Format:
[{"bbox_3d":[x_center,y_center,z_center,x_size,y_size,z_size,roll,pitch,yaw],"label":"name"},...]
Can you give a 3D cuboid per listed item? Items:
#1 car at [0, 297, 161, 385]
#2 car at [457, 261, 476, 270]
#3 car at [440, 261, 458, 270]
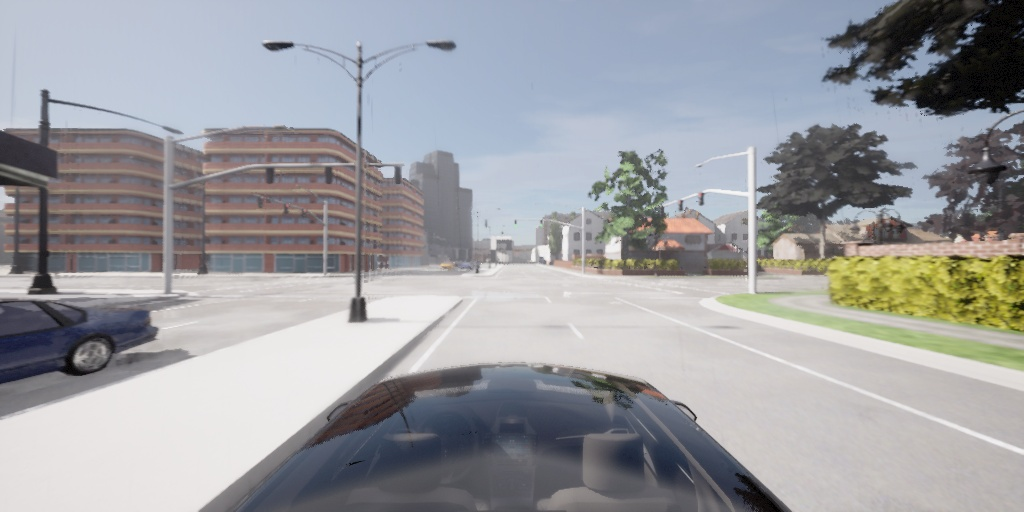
[{"bbox_3d":[-8.054,1.306,4.804,2.033,1.411,5.357,0,0,0],"label":"car"},{"bbox_3d":[-8.011,1.751,63.905,1.812,1.442,4.674,0,0,0],"label":"car"},{"bbox_3d":[-11.512,1.695,63.900,1.882,1.535,5.008,0,0,0],"label":"car"}]
